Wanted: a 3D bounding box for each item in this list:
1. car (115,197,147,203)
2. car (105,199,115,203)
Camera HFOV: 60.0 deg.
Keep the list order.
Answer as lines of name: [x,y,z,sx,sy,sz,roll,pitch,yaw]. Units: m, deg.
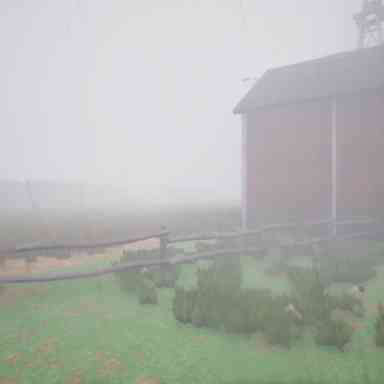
car: [-8.995,1.493,51.778,2.128,1.511,4.902,0,0,35]
car: [-11.523,1.600,53.572,2.033,1.411,5.357,0,0,35]
